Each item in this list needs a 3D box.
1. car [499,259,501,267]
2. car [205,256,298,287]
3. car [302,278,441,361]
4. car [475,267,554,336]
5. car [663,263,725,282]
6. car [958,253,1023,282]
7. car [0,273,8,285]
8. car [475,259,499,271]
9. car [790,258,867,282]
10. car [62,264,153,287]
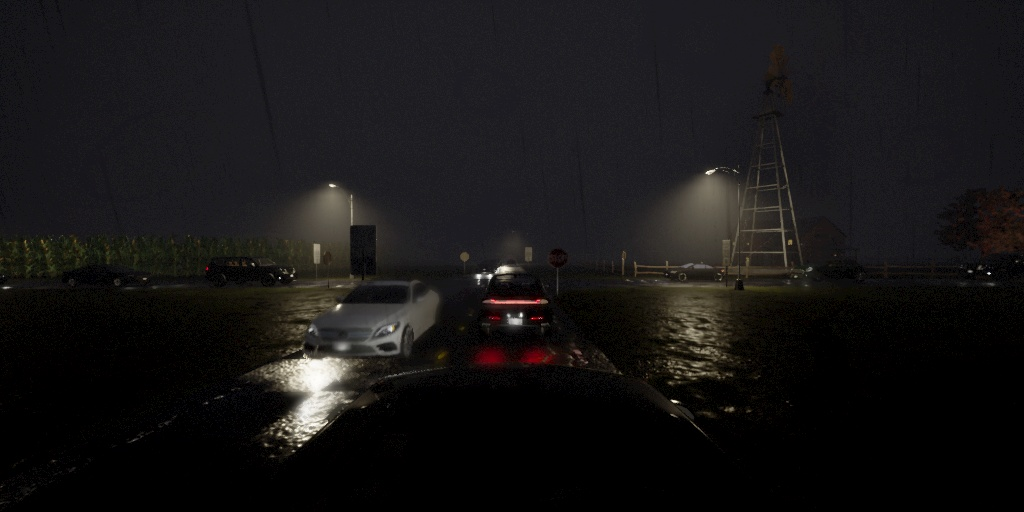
[{"bbox_3d":[-2.933,1.217,50.401,1.837,1.490,4.892,0,0,0],"label":"car"},{"bbox_3d":[-18.154,1.039,25.060,5.566,2.045,2.150,0,1,0],"label":"car"},{"bbox_3d":[-2.887,1.274,8.432,1.812,1.442,4.674,0,0,0],"label":"car"},{"bbox_3d":[0.094,1.239,10.340,2.128,1.511,4.902,0,0,0],"label":"car"},{"bbox_3d":[13.920,1.229,27.542,4.181,1.385,1.994,0,1,2],"label":"car"},{"bbox_3d":[37.142,0.805,26.772,5.566,2.045,2.150,0,1,3],"label":"car"},{"bbox_3d":[-38.429,1.419,25.017,4.674,1.442,1.812,0,1,-1],"label":"car"},{"bbox_3d":[-2.965,1.288,40.871,1.994,1.385,4.181,0,0,2],"label":"car"},{"bbox_3d":[23.901,0.983,27.262,4.553,1.767,2.097,0,1,2],"label":"car"},{"bbox_3d":[-28.189,1.332,25.065,5.008,1.535,1.882,0,1,0],"label":"car"}]
